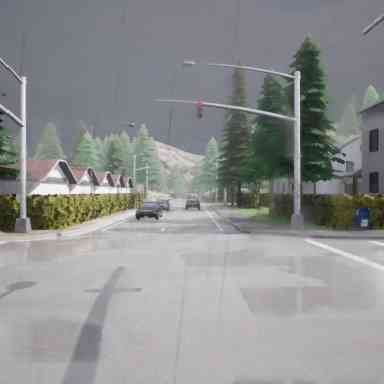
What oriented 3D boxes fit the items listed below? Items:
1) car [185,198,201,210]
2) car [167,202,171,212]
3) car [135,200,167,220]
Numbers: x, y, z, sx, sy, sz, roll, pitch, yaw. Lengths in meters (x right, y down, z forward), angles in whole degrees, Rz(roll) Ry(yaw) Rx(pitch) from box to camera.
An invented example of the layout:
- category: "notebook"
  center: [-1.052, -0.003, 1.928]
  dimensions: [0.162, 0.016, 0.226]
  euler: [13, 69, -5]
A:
- category: "car"
  center: [0.112, 1.519, 43.284]
  dimensions: [1.837, 1.490, 4.892]
  euler: [0, 0, 0]
- category: "car"
  center: [-3.567, 1.577, 38.551]
  dimensions: [1.994, 1.385, 4.181]
  euler: [0, 0, 1]
- category: "car"
  center: [-3.591, 1.557, 28.633]
  dimensions: [2.033, 1.411, 5.357]
  euler: [0, 0, 0]
